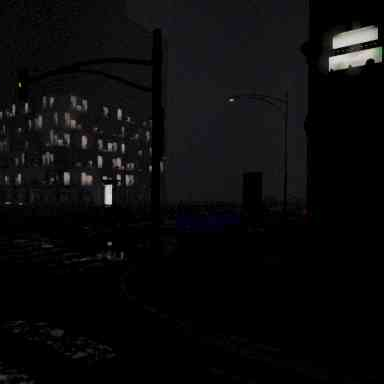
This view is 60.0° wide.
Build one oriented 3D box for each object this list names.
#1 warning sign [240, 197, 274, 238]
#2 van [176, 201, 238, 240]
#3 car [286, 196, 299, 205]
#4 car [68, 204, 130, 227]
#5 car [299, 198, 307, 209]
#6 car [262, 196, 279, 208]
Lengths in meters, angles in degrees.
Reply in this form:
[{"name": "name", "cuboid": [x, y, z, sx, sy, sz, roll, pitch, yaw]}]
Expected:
[{"name": "warning sign", "cuboid": [3.157, 1.177, 16.096, 1.300, 1.860, 1.060, 1, 1, 35]}, {"name": "van", "cuboid": [0.876, 1.368, 16.991, 1.690, 1.788, 3.998, 1, 1, 35]}, {"name": "car", "cuboid": [16.400, 1.364, 53.269, 1.752, 1.417, 4.829, 1, 1, 35]}, {"name": "car", "cuboid": [-5.955, 1.467, 21.853, 1.947, 1.339, 4.313, 1, 1, 35]}, {"name": "car", "cuboid": [15.640, 1.442, 42.313, 1.837, 1.490, 4.892, 1, 1, 36]}, {"name": "car", "cuboid": [10.083, 1.293, 44.390, 1.967, 1.590, 4.097, 1, 1, 35]}]
